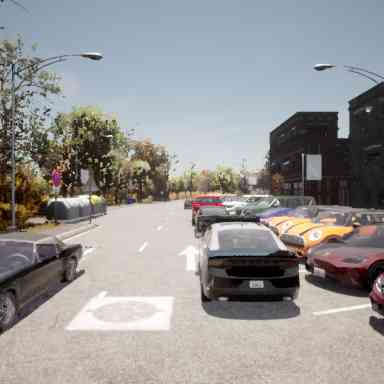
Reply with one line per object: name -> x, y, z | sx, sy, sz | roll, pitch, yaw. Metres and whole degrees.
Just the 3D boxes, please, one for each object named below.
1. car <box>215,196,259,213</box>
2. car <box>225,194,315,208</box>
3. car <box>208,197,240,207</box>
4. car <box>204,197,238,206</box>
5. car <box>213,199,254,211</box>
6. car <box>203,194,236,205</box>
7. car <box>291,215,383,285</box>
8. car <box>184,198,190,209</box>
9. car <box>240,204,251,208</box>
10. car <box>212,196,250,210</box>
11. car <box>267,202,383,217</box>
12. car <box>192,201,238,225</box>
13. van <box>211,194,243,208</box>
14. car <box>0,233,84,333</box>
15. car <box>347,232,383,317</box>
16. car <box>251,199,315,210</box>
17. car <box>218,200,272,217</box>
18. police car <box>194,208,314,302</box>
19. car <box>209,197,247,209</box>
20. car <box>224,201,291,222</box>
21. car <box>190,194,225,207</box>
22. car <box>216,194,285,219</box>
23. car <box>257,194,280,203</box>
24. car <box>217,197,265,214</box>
car -> 5.195, 1.424, 38.665 | 4.553, 1.767, 2.185 | 1, 0, -20
car -> 5.241, 1.251, 20.634 | 5.566, 2.045, 2.435 | 1, 0, -20
car -> 5.186, 1.647, 53.687 | 4.674, 1.452, 2.002 | 1, 0, -20
car -> 4.992, 1.613, 56.628 | 5.366, 1.575, 1.946 | 1, 0, -20
car -> 5.221, 1.601, 41.673 | 4.674, 1.452, 2.002 | 1, 0, -20
car -> 5.155, 1.391, 62.723 | 5.566, 2.045, 2.435 | 1, 0, -20
car -> 5.248, 1.517, 8.637 | 4.792, 1.488, 2.163 | 1, 0, -20
car -> -0.141, 1.587, 46.906 | 2.128, 1.511, 4.902 | 0, 0, 0
car -> 5.252, 1.538, 17.655 | 4.674, 1.452, 2.002 | 1, 0, -20
car -> 5.247, 1.447, 44.683 | 4.553, 1.767, 2.185 | 1, 0, -20
car -> 5.300, 1.366, 11.658 | 4.553, 1.767, 2.185 | 1, 0, -20
car -> 1.104, 1.491, 18.347 | 1.882, 1.535, 5.008 | 0, 0, 0
van -> 5.305, 1.371, 50.732 | 4.442, 1.987, 1.878 | 1, -1, -20
car -> -3.886, 1.603, 6.885 | 1.895, 1.301, 4.718 | 0, 0, 0
car -> 5.287, 1.527, 5.646 | 4.674, 1.452, 2.002 | 1, 0, -20
car -> 5.294, 1.369, 14.659 | 4.553, 1.767, 2.185 | 1, 0, -20
car -> 5.210, 1.560, 32.650 | 4.792, 1.488, 2.163 | 1, 0, -20
police car -> 1.130, 1.428, 8.457 | 1.930, 1.638, 5.238 | 0, 0, 0
car -> 5.197, 1.583, 47.685 | 5.008, 1.535, 2.097 | 1, -1, -20
car -> 5.215, 1.545, 26.648 | 4.792, 1.488, 2.163 | 1, 0, -20
car -> 1.091, 1.250, 24.379 | 2.150, 2.045, 5.566 | 0, 0, 0
car -> 5.217, 1.271, 29.650 | 5.566, 2.045, 2.435 | 1, 0, -20
car -> 18.054, 1.463, 78.769 | 2.435, 2.045, 5.566 | 0, 0, -22
car -> 5.200, 1.414, 35.664 | 4.553, 1.767, 2.185 | 1, 0, -20
